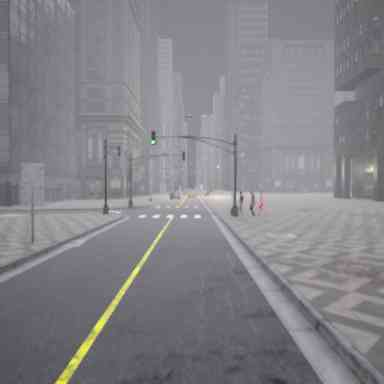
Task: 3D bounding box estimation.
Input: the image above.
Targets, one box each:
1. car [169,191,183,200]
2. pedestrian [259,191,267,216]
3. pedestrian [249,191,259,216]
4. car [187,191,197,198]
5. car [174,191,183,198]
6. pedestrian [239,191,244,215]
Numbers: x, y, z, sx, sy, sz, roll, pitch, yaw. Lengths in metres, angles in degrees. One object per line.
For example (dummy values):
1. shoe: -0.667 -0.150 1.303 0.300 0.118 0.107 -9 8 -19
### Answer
1. car: -3.037 0.688 59.560 1.837 1.490 4.892 0 1 1
2. pedestrian: 5.060 0.798 24.189 0.375 1.860 0.375 0 1 0
3. pedestrian: 4.347 0.813 23.589 0.375 1.860 0.375 0 1 0
4. car: 0.001 0.525 70.047 1.882 1.535 5.008 0 1 0
5. car: -2.999 0.490 75.055 1.812 1.442 4.674 0 1 0
6. pedestrian: 3.635 0.798 24.789 0.375 1.860 0.375 0 1 0
